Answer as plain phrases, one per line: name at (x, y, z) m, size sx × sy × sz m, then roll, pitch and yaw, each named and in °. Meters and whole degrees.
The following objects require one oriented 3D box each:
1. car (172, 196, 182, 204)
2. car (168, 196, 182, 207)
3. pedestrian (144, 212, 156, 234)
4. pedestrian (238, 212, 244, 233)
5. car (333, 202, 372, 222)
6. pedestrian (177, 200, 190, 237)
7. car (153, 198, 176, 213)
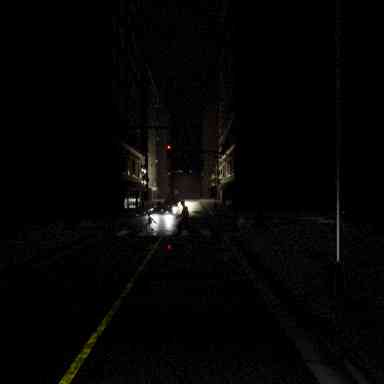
car at (-3.014, 1.557, 67.510) m, size 1.812 × 1.442 × 4.674 m, roll 0°, pitch 0°, yaw 0°
car at (-3.089, 1.511, 51.034) m, size 2.128 × 1.511 × 4.902 m, roll 0°, pitch 0°, yaw 0°
pedestrian at (-2.238, 1.298, 17.806) m, size 0.375 × 1.860 × 0.375 m, roll 0°, pitch 0°, yaw 0°
pedestrian at (2.601, 1.524, 17.205) m, size 0.500 × 1.100 × 0.500 m, roll 0°, pitch 0°, yaw 0°
car at (13.468, 1.515, 25.982) m, size 4.674 × 1.442 × 1.812 m, roll 0°, pitch 0°, yaw 0°
pedestrian at (-0.425, 1.297, 16.607) m, size 0.375 × 1.860 × 0.375 m, roll 0°, pitch 0°, yaw 0°
car at (-3.108, 1.614, 36.905) m, size 1.895 × 1.301 × 4.718 m, roll 0°, pitch 0°, yaw 1°
